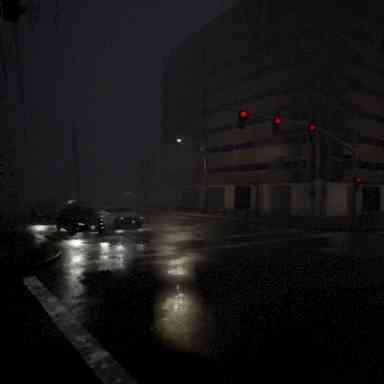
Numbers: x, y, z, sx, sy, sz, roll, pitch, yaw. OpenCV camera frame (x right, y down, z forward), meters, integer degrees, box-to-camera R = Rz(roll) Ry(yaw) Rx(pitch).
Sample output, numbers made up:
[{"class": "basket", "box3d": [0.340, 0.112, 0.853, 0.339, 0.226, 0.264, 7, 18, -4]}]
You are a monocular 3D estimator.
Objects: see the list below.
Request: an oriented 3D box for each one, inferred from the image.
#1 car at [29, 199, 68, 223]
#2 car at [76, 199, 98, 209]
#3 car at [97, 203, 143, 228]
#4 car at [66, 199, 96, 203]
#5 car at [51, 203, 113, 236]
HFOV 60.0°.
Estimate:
[{"class": "car", "box3d": [-11.933, 1.605, 27.131, 1.882, 1.535, 5.008, 1, 0, -35]}, {"class": "car", "box3d": [-16.424, 1.848, 52.068, 1.895, 1.301, 4.718, 1, 0, -35]}, {"class": "car", "box3d": [-5.167, 1.685, 23.641, 1.812, 1.442, 4.674, 1, 0, -35]}, {"class": "car", "box3d": [-10.380, 1.655, 31.004, 2.128, 1.511, 4.902, 1, 0, -35]}, {"class": "car", "box3d": [-6.640, 1.627, 19.622, 1.837, 1.490, 4.892, 1, 0, -35]}]
